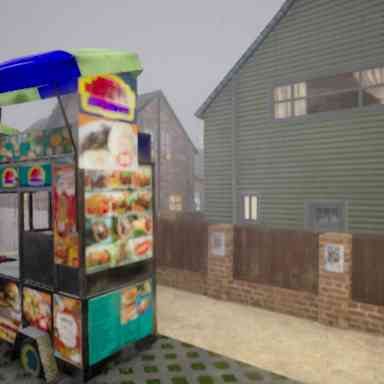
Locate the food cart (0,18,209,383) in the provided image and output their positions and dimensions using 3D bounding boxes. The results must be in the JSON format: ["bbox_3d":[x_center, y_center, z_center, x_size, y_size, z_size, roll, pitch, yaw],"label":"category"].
[{"bbox_3d":[-2.347,0.409,4.906,4.660,3.560,2.280,0,1,36],"label":"food cart"}]
